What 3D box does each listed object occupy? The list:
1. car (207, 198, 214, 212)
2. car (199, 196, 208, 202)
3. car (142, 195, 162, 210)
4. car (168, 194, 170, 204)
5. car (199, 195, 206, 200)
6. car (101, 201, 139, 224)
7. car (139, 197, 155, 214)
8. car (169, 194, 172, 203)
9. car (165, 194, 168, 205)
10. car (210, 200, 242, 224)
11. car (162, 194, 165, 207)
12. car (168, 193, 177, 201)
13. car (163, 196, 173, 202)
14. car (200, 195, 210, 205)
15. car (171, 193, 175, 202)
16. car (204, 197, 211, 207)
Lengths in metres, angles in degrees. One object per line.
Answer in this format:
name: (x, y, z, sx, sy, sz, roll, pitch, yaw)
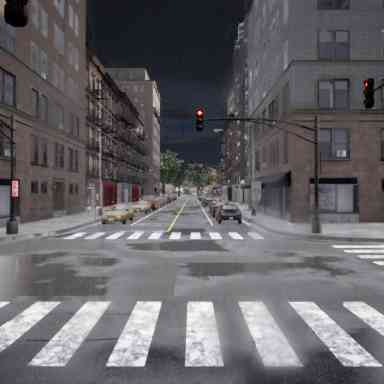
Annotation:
car: (2.662, 1.547, 30.182, 1.887, 1.381, 4.507, 0, 0, 0)
car: (2.705, 1.556, 79.520, 1.887, 1.381, 4.507, 0, 0, 0)
car: (-5.375, 1.319, 41.153, 2.192, 1.841, 5.009, 0, 0, 0)
car: (-5.356, 1.557, 57.599, 2.008, 1.369, 4.403, 0, 0, 0)
car: (2.714, 1.596, 90.484, 1.802, 1.307, 4.206, 0, 0, 0)
car: (-5.396, 1.526, 24.537, 1.752, 1.417, 4.829, 0, 0, 0)
car: (-5.382, 1.528, 35.500, 1.752, 1.417, 4.829, 0, 0, 0)
car: (-5.349, 1.573, 63.081, 1.947, 1.339, 4.313, 0, 0, 0)
car: (-5.362, 1.445, 52.117, 1.967, 1.590, 4.097, 0, 0, 0)
car: (2.658, 1.552, 24.700, 2.008, 1.369, 4.403, 0, 0, 0)
car: (-5.369, 1.445, 46.635, 1.967, 1.590, 4.097, 0, 0, 0)
car: (-5.315, 1.329, 90.491, 2.192, 1.841, 5.009, 0, 0, 0)
car: (-5.336, 1.535, 73.875, 1.752, 1.417, 4.829, 0, 0, 0)
car: (2.681, 1.556, 52.109, 2.008, 1.369, 4.403, 0, 0, 0)
car: (-5.342, 1.323, 68.563, 2.192, 1.841, 5.009, 0, 0, 0)
car: (2.667, 1.553, 35.664, 2.008, 1.369, 4.403, 0, 0, 0)
